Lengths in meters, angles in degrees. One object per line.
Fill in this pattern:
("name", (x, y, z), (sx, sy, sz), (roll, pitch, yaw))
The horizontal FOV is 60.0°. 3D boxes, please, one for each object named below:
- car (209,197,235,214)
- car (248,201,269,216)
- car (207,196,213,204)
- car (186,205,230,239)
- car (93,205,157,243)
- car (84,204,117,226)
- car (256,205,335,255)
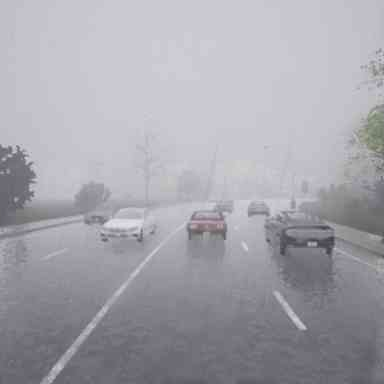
("car", (3.467, 1.529, 35.427), (2.033, 1.411, 5.357), (0, 0, 12))
("car", (6.348, 1.556, 31.713), (1.994, 1.385, 4.181), (0, 0, 10))
("car", (4.347, 1.462, 62.879), (1.837, 1.490, 4.892), (0, 0, 22))
("car", (0.854, 1.590, 17.270), (1.895, 1.301, 4.718), (0, 0, 5))
("car", (-2.925, 1.509, 16.201), (1.812, 1.442, 4.674), (0, 0, 5))
("car", (-5.767, 1.536, 22.884), (1.994, 1.385, 4.181), (0, 0, 7))
("car", (4.080, 1.489, 13.281), (2.128, 1.511, 4.902), (0, 0, 4))
